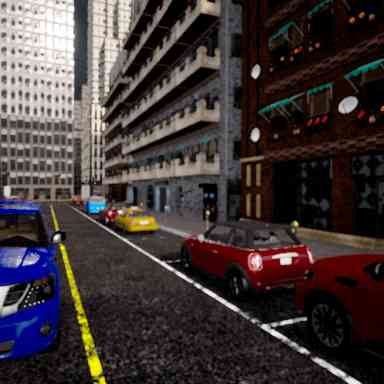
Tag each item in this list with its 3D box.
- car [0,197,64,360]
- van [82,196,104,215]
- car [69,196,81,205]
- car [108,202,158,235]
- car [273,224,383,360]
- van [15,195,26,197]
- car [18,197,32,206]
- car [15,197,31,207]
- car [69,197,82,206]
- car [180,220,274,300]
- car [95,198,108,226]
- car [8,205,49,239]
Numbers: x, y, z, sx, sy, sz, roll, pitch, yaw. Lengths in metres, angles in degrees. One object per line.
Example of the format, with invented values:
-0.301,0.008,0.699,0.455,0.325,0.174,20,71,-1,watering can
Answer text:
-3.586,1.220,5.979,2.150,2.045,5.566,0,0,-23,car
-9.914,1.337,34.055,1.690,1.788,3.998,-1,0,-24,van
-21.050,1.511,59.653,1.752,1.417,4.829,-1,0,-24,car
-3.339,1.524,18.947,1.752,1.417,4.829,-1,0,-24,car
3.369,1.316,3.525,2.192,1.841,5.009,-1,0,-24,car
-19.346,1.333,35.981,1.690,1.788,3.998,-1,0,-24,van
-28.200,1.528,56.336,1.887,1.381,4.507,-1,0,-24,car
-25.986,1.551,51.248,1.947,1.339,4.313,-1,0,-24,car
-18.768,1.533,54.409,1.887,1.381,4.507,-1,0,-24,car
1.156,1.441,8.614,1.967,1.590,4.097,-1,0,-24,car
-5.485,1.438,23.879,1.967,1.590,4.097,-1,0,-24,car
-8.887,1.523,18.400,1.812,1.442,4.674,0,0,-23,car
